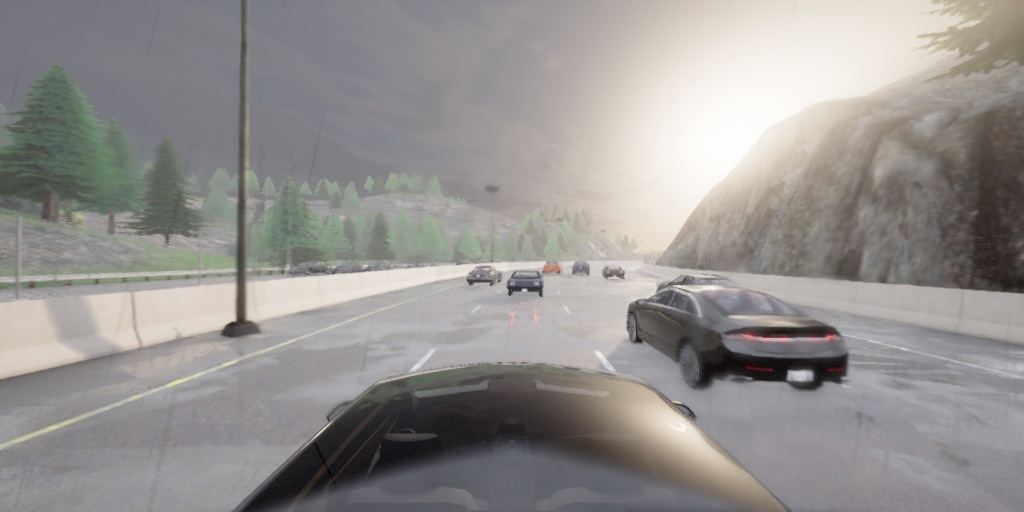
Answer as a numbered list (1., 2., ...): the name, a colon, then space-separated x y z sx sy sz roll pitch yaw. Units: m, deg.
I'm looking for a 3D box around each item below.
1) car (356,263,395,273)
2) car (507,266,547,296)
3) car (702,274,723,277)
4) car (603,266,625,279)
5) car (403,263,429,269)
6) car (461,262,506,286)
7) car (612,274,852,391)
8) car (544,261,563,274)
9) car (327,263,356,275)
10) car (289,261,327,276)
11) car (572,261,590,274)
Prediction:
1. car: -14.256 1.420 38.350 1.994 1.385 4.181 0 0 11
2. car: 0.877 1.464 20.522 1.895 1.301 4.718 0 0 6
3. car: 7.445 1.422 14.210 2.033 1.411 5.357 0 0 4
4. car: 10.228 1.621 36.360 1.895 1.301 4.718 0 0 11
5. car: -10.485 1.453 39.466 1.994 1.385 4.181 0 0 11
6. car: -1.922 1.425 26.685 2.033 1.411 5.357 0 0 8
7. car: 3.678 1.298 6.910 2.128 1.511 4.902 0 0 2
8. car: 5.308 1.390 45.941 2.097 1.767 4.553 0 0 14
9. car: -17.660 1.400 39.181 1.994 1.385 4.181 0 0 11
10. car: -21.388 1.296 38.201 2.128 1.511 4.902 0 -1 10
11. car: 9.080 1.422 46.695 2.097 1.767 4.553 0 0 14
